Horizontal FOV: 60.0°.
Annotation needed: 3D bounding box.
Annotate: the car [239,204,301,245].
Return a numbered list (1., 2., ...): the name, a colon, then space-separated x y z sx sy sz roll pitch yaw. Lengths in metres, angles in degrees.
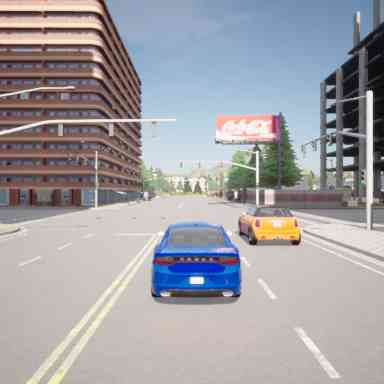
1. car: 3.472 1.352 15.687 2.097 1.767 4.553 0 0 0

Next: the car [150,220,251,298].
1. car: 0.085 1.478 8.598 1.882 1.535 5.008 0 0 0
